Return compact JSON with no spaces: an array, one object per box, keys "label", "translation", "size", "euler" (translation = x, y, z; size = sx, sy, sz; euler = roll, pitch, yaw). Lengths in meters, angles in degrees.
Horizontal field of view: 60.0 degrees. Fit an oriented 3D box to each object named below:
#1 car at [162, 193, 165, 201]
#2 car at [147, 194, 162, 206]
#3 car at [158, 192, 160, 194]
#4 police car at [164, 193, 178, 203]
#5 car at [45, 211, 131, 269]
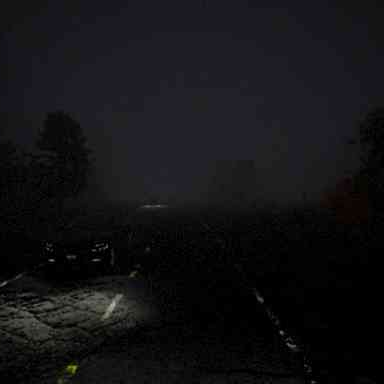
[{"label":"car","translation":[-5.616,1.278,78.445],"size":[2.097,1.767,4.553],"euler":[0,0,-9]},{"label":"car","translation":[-6.375,1.450,55.143],"size":[1.837,1.490,4.892],"euler":[0,0,-6]},{"label":"car","translation":[-6.638,1.148,84.449],"size":[2.150,2.045,5.566],"euler":[0,0,-10]},{"label":"police car","translation":[-4.110,1.357,68.652],"size":[1.930,1.638,5.238],"euler":[0,0,-8]},{"label":"car","translation":[-3.300,1.465,11.401],"size":[1.882,1.535,5.008],"euler":[0,0,-2]}]
